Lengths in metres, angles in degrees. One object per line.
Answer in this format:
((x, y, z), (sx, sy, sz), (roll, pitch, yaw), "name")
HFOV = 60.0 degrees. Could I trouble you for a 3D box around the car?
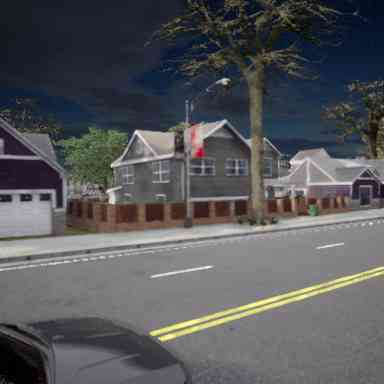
((-2.189, 1.505, 1.877), (4.892, 1.490, 1.837), (0, 0, -35), "car")
